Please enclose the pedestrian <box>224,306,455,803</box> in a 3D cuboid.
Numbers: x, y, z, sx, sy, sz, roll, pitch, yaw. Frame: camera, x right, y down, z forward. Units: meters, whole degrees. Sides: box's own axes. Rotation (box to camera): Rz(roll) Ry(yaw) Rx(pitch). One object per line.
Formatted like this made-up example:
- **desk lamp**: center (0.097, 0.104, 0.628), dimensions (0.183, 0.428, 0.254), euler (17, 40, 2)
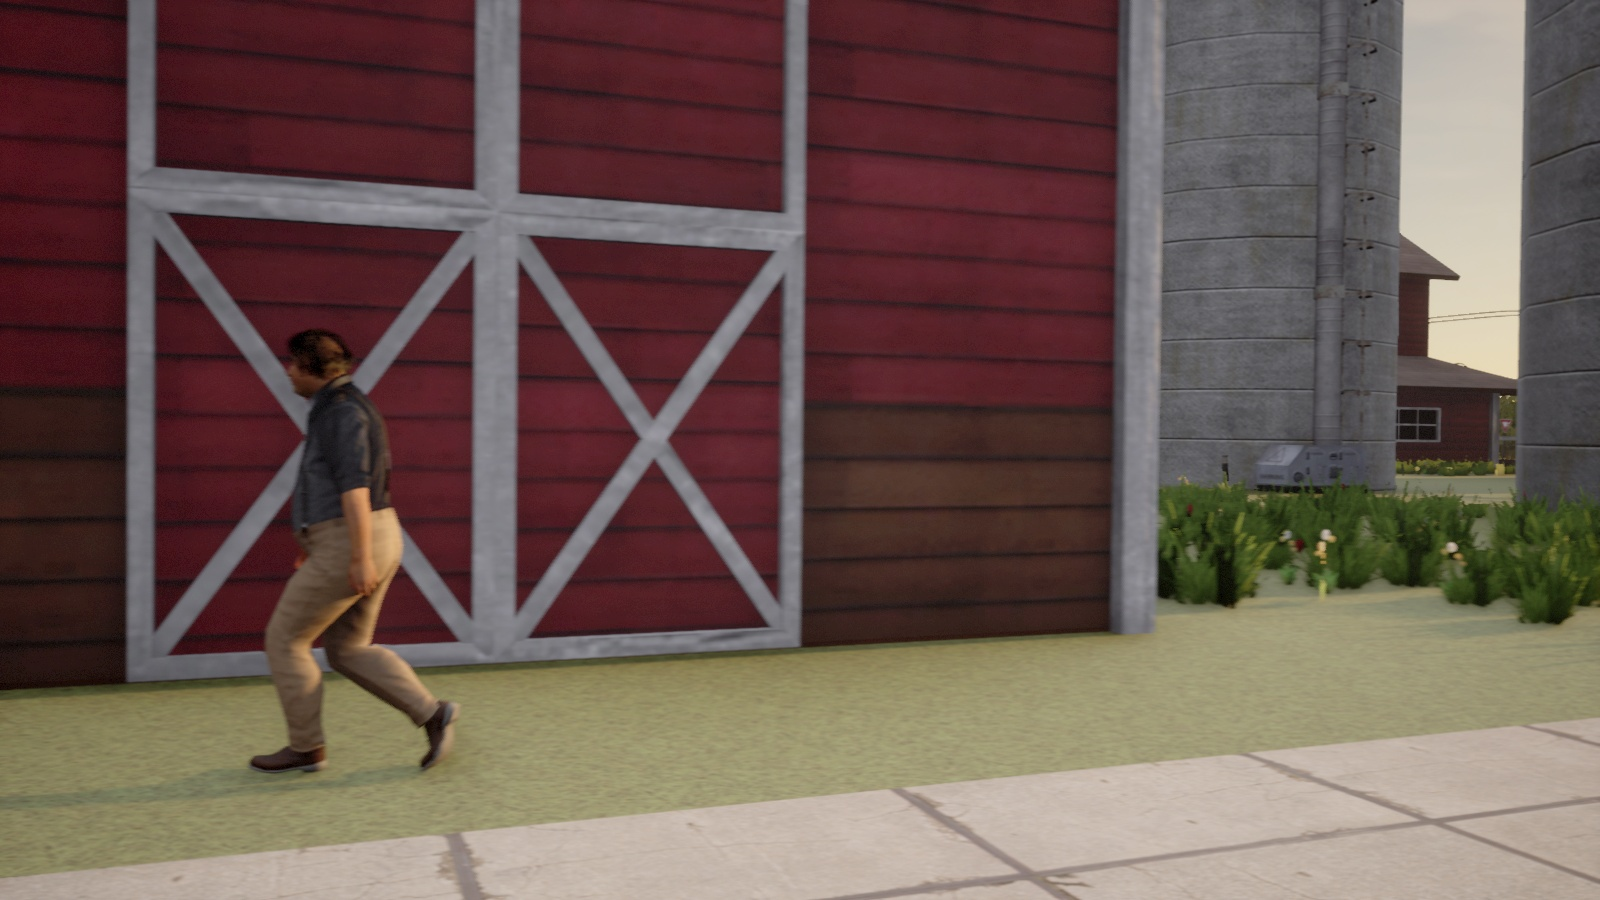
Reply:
- **pedestrian**: center (-1.790, 0.387, 4.957), dimensions (0.694, 1.848, 0.540), euler (-1, 1, -2)
